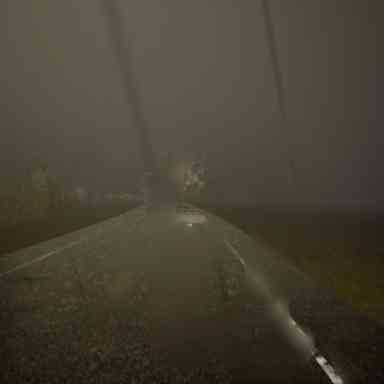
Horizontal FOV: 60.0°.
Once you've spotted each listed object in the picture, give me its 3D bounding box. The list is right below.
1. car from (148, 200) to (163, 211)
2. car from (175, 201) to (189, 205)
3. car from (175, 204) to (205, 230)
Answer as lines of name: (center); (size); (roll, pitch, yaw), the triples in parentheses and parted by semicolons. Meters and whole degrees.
car: (-4.952, 1.836, 45.007); (1.812, 1.442, 4.674); (0, 0, -4)
car: (-1.354, 1.861, 45.852); (1.895, 1.301, 4.718); (0, 0, -4)
car: (-0.191, 1.734, 22.427); (1.895, 1.301, 4.718); (0, 0, -2)
